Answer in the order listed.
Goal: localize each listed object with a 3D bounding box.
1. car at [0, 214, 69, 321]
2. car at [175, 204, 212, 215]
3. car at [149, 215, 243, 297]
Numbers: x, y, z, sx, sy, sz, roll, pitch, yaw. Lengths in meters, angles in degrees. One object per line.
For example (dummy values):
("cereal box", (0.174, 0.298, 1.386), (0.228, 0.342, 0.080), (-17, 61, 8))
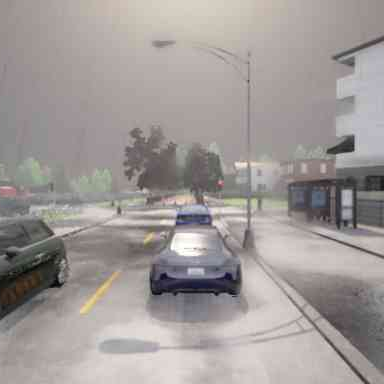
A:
("car", (-4.002, 1.318, 6.056), (2.097, 1.767, 4.553), (0, 0, 0))
("car", (0.094, 1.378, 18.005), (1.882, 1.535, 5.008), (0, 0, 0))
("car", (0.094, 1.516, 8.521), (1.994, 1.385, 4.181), (0, 0, 0))
